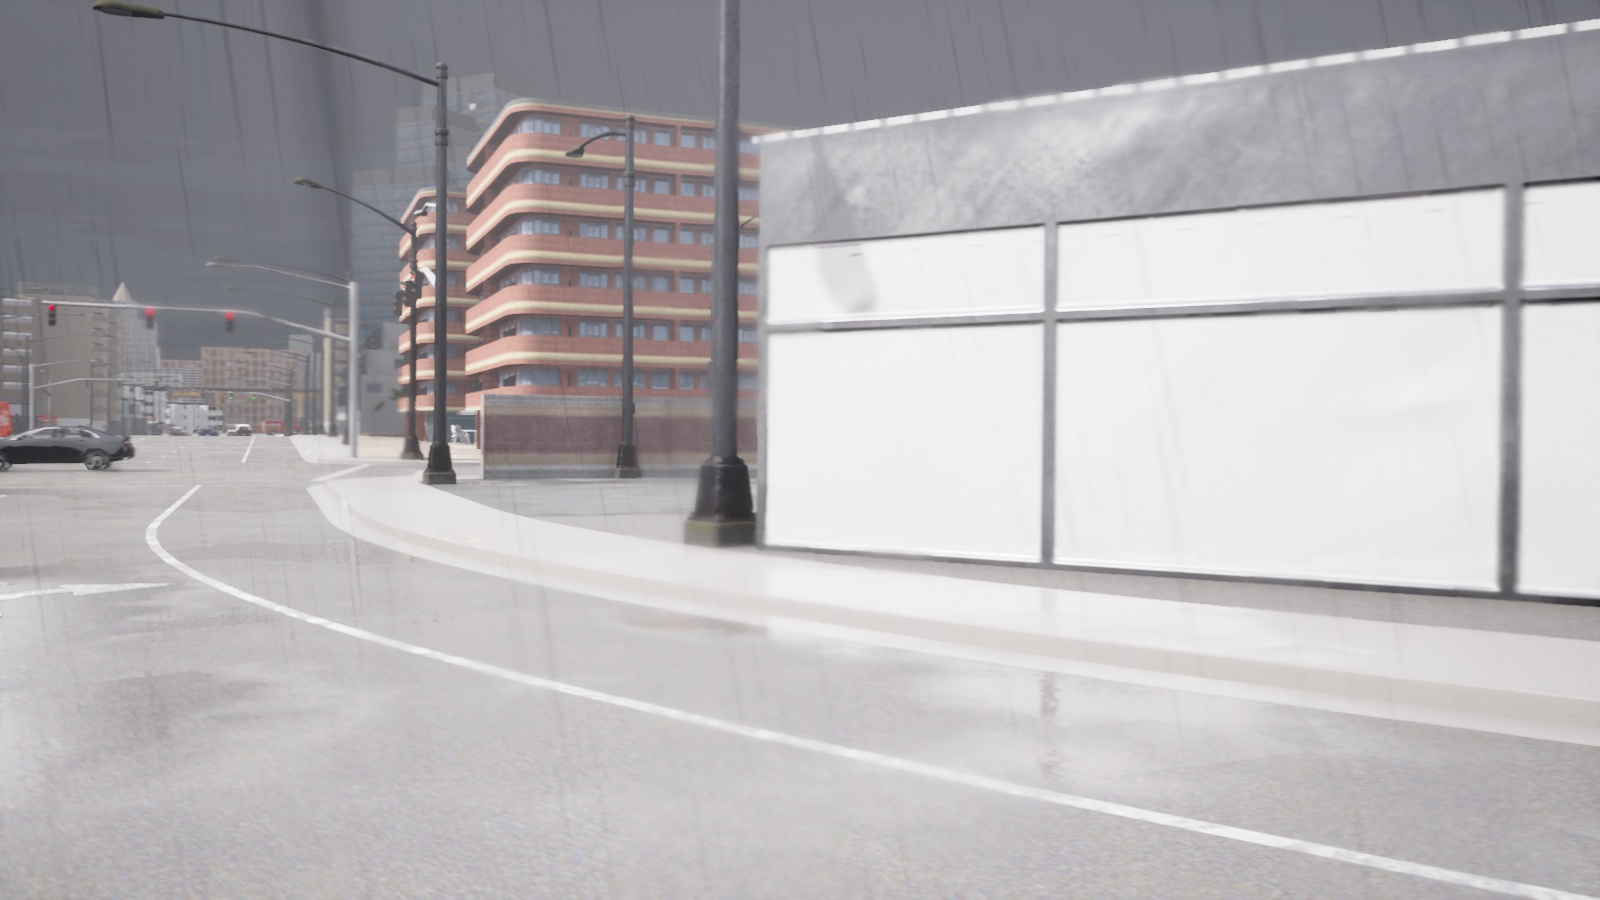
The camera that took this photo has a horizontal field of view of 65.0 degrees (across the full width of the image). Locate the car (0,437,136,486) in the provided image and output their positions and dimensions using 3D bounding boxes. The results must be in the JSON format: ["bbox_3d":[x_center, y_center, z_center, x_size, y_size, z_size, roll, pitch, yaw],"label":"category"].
[{"bbox_3d":[-24.504,0.341,40.931,4.902,1.511,2.128,-1,1,-24],"label":"car"}]

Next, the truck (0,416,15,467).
[{"bbox_3d":[-40.483,-0.442,61.480,2.627,2.467,5.204,-1,2,-23],"label":"truck"}]
